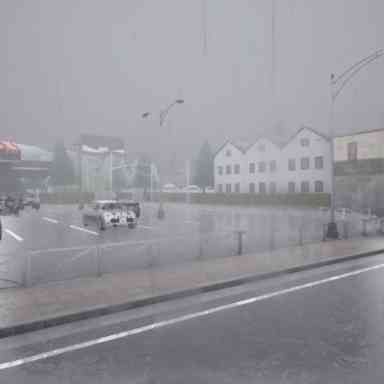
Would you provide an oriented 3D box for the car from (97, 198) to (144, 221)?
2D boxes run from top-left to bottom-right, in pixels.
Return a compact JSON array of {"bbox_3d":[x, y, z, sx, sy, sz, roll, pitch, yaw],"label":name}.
[{"bbox_3d":[-5.708,1.310,26.250,2.007,1.523,4.514,0,0,-36],"label":"car"}]

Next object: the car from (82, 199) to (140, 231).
[{"bbox_3d":[-4.598,1.245,18.384,1.970,1.475,3.806,0,0,-36],"label":"car"}]

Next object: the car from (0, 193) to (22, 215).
[{"bbox_3d":[-17.171,1.112,30.372,1.932,1.855,4.605,0,0,-36],"label":"car"}]

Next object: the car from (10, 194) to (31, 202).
[{"bbox_3d":[-38.110,1.324,73.817,3.866,1.878,1.905,0,0,-36],"label":"car"}]

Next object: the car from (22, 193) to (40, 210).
[{"bbox_3d":[-19.063,1.090,38.687,1.905,1.878,3.866,0,0,-36],"label":"car"}]

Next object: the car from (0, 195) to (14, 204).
[{"bbox_3d":[-38.355,1.493,66.689,4.611,1.667,2.242,0,0,-36],"label":"car"}]

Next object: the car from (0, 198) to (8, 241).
[{"bbox_3d":[-9.636,1.169,14.395,2.152,1.636,5.027,0,0,-36],"label":"car"}]
